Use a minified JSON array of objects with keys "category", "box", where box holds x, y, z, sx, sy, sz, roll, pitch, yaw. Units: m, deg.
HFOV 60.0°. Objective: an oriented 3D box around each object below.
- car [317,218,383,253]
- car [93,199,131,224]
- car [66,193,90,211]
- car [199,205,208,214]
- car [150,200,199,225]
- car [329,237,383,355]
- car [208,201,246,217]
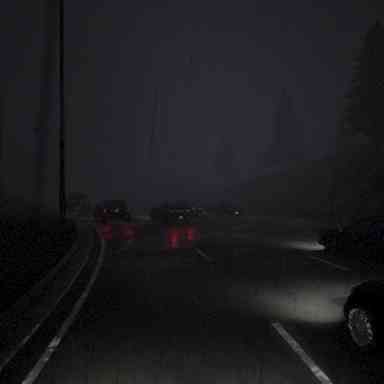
[{"category":"car","box":[6.029,1.504,10.185,2.033,1.411,5.357,0,0,-10]},{"category":"car","box":[-6.083,1.318,25.008,2.097,1.767,4.553,0,0,-24]},{"category":"car","box":[-13.958,1.176,40.641,2.150,2.045,5.566,0,0,-27]},{"category":"car","box":[-0.954,1.483,30.743,2.033,1.411,5.357,0,0,-27]},{"category":"car","box":[-1.621,1.445,23.647,2.128,1.511,4.902,0,0,-22]},{"category":"car","box":[3.304,1.507,3.113,1.812,1.442,4.674,0,0,-3]},{"category":"car","box":[2.917,1.523,30.668,1.895,1.301,4.718,0,0,-25]}]
